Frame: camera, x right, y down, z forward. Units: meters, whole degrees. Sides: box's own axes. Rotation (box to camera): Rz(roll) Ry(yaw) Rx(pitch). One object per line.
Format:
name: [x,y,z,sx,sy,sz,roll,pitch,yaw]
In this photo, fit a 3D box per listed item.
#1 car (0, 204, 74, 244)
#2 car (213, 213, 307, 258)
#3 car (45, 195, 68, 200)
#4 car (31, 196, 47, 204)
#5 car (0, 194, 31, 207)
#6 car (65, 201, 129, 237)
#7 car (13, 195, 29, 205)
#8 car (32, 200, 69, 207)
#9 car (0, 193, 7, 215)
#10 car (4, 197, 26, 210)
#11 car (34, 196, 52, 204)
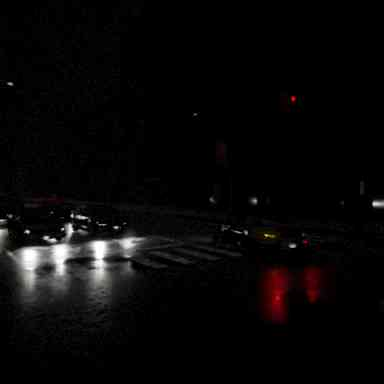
car: [-7.702,1.530,16.180,2.033,1.411,5.357,0,0,-36]
car: [2.445,1.507,12.707,1.812,1.442,4.674,1,0,-19]
car: [-20.175,1.200,50.106,2.097,1.767,4.553,0,0,-36]
car: [-16.444,1.440,33.669,1.812,1.442,4.674,0,0,-36]
car: [-13.715,1.174,24.407,2.150,2.045,5.566,0,0,-36]
car: [-5.120,1.476,18.157,1.837,1.490,4.892,0,0,-36]
car: [-29.586,1.336,57.475,1.837,1.490,4.892,0,0,-36]
car: [-10.584,1.545,25.634,1.895,1.301,4.718,0,0,-36]
car: [-19.957,1.143,32.971,2.150,2.045,5.566,0,0,-36]
car: [-22.386,1.390,41.869,1.837,1.490,4.892,0,0,-35]
car: [-26.121,1.387,58.242,1.994,1.385,4.181,0,0,-36]
